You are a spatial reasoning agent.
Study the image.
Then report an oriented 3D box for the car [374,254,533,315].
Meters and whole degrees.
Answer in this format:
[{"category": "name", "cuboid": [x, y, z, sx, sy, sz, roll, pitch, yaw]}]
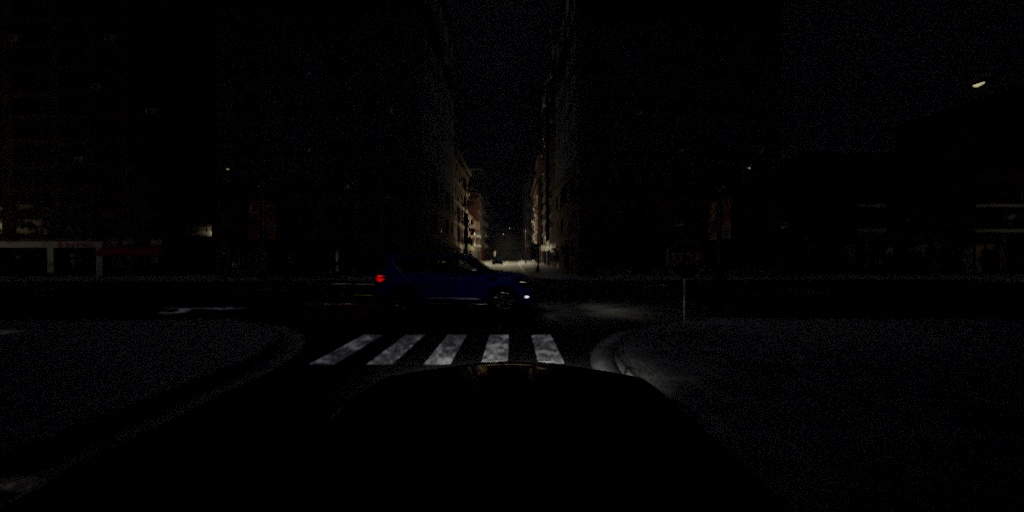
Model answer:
[{"category": "car", "cuboid": [-2.030, 0.933, 12.943, 5.566, 2.045, 2.150, 0, 0, 0]}]
